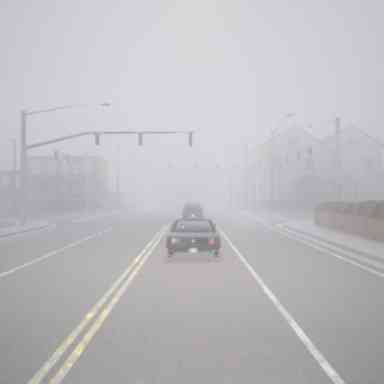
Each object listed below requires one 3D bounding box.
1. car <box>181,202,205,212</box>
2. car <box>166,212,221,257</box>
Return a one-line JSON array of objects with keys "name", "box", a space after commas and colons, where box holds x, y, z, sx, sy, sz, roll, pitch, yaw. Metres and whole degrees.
[{"name": "car", "box": [0.070, 1.660, 29.875, 1.837, 1.490, 4.892, 0, 1, 0]}, {"name": "car", "box": [0.062, 1.682, 13.365, 1.895, 1.301, 4.718, 0, 0, 0]}]
